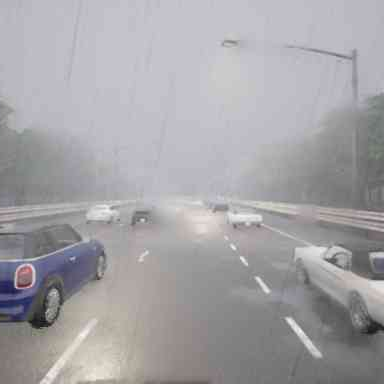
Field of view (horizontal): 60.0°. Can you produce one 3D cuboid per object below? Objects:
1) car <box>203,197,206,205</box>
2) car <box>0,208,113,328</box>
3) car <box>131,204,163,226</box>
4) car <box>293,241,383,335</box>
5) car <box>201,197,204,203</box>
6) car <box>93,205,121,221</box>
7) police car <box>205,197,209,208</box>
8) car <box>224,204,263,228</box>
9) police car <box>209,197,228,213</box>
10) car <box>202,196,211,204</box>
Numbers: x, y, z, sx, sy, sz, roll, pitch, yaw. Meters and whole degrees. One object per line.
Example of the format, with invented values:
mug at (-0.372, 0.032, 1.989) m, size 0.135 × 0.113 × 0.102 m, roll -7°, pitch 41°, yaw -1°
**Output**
car at (3.586, 2.003, 63.100) m, size 1.837 × 1.490 × 4.892 m, roll 0°, pitch 0°, yaw 0°
car at (-3.398, 1.406, 7.271) m, size 2.097 × 1.767 × 4.553 m, roll 0°, pitch 0°, yaw 0°
car at (-3.391, 1.690, 25.195) m, size 1.837 × 1.490 × 4.892 m, roll 0°, pitch 0°, yaw 0°
car at (3.601, 1.651, 6.755) m, size 1.895 × 1.301 × 4.718 m, roll 0°, pitch 0°, yaw 0°
car at (3.636, 1.942, 74.060) m, size 2.097 × 1.767 × 4.553 m, roll 0°, pitch 0°, yaw 0°
car at (-6.892, 1.718, 26.089) m, size 1.812 × 1.442 × 4.674 m, roll 0°, pitch 0°, yaw 0°
police car at (3.548, 1.832, 52.224) m, size 1.930 × 1.638 × 5.238 m, roll 0°, pitch 0°, yaw 0°
car at (3.608, 1.774, 23.612) m, size 1.895 × 1.301 × 4.718 m, roll 0°, pitch 0°, yaw 0°
police car at (3.523, 1.740, 41.238) m, size 1.930 × 1.638 × 5.238 m, roll 0°, pitch 0°, yaw 0°
car at (3.689, 2.034, 85.060) m, size 2.097 × 1.767 × 4.553 m, roll 0°, pitch 0°, yaw 0°
